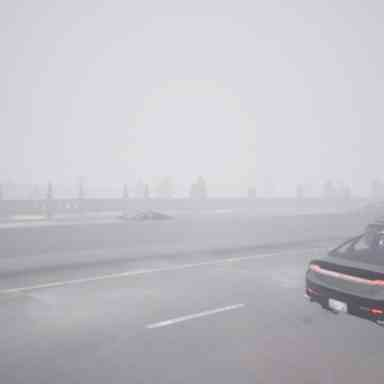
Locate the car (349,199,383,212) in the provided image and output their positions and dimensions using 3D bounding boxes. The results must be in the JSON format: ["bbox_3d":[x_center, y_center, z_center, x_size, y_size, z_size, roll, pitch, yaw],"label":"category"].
[{"bbox_3d":[17.025,1.466,31.169,4.892,1.490,1.837,1,0,-18],"label":"car"}]

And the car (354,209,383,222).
[{"bbox_3d":[8.643,1.494,12.553,4.892,1.490,1.837,0,0,-26],"label":"car"}]

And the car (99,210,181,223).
[{"bbox_3d":[-2.323,1.506,14.716,4.181,1.385,1.994,0,0,-31],"label":"car"}]

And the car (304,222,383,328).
[{"bbox_3d":[4.253,1.485,6.230,4.902,1.511,2.128,0,0,-31],"label":"car"}]
